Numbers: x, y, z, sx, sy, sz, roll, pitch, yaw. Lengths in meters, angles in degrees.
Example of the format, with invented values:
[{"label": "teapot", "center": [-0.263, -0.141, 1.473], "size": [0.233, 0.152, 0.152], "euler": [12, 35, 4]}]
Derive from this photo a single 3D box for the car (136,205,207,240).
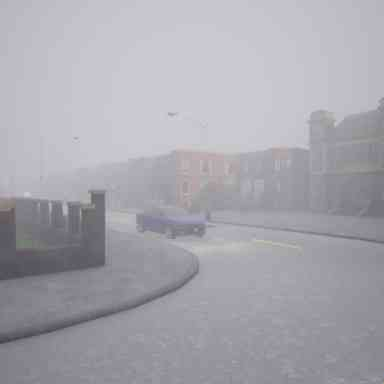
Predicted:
[{"label": "car", "center": [-1.222, 1.469, 17.380], "size": [1.882, 1.535, 5.008], "euler": [0, 0, -35]}]
